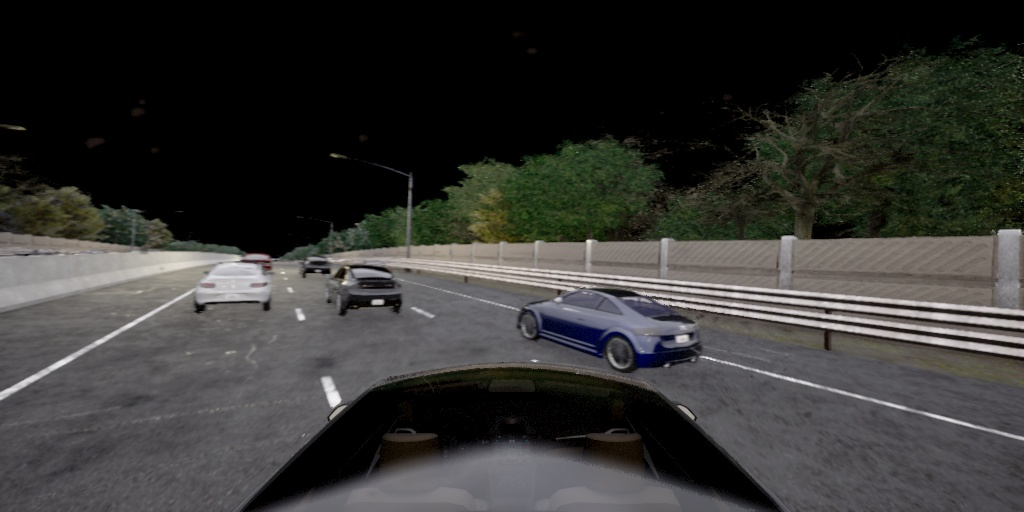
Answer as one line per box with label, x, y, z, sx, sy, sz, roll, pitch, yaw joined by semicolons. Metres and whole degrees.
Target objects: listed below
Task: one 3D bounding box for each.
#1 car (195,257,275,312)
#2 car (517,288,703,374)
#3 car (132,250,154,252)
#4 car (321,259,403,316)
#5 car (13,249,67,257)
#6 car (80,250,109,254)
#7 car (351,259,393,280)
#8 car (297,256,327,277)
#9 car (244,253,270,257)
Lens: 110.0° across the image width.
car;-9.135;0.921;12.013;1.812;1.442;4.674;2;0;-34
car;1.913;1.394;8.034;1.994;1.385;4.181;2;0;-34
car;-39.515;0.075;38.379;1.882;1.535;5.008;2;-1;-33
car;-5.237;1.055;12.470;1.837;1.490;4.892;2;0;-34
car;-45.357;-0.035;34.530;1.895;1.301;4.718;2;-1;-33
car;-42.613;0.045;36.722;1.994;1.385;4.181;2;-1;-33
car;-10.442;0.971;26.590;1.895;1.301;4.718;2;0;-34
car;-14.418;0.727;26.255;1.837;1.490;4.892;2;0;-34
car;-18.237;0.560;25.681;1.882;1.535;5.008;2;0;-34
